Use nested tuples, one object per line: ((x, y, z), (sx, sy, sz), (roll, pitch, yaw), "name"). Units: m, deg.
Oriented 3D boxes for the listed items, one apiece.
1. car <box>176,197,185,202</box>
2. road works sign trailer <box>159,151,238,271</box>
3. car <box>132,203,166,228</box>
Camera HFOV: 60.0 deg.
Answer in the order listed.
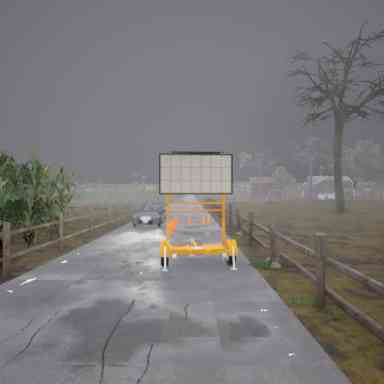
((-2.722, 1.883, 80.759), (1.837, 1.490, 4.892), (0, -1, 0), "car")
((0.115, 0.476, 10.977), (2.380, 3.560, 2.880), (0, 0, -5), "road works sign trailer")
((-2.844, 1.533, 22.802), (2.128, 1.511, 4.902), (0, 0, 0), "car")
